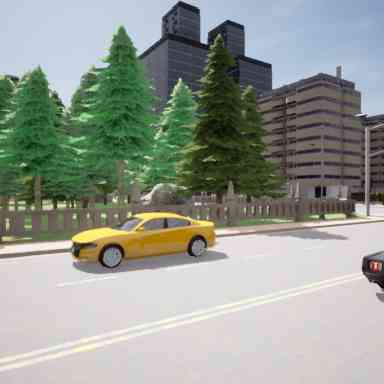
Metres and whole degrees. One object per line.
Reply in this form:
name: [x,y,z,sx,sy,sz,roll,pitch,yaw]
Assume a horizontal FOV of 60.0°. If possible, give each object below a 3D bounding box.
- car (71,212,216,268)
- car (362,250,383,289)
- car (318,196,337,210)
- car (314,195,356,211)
car: [-1.498,1.478,11.381,5.008,1.535,1.882,0,0,-33]
car: [6.078,1.602,7.807,4.718,1.301,1.895,0,0,-35]
car: [16.161,1.477,39.346,1.882,1.535,5.008,0,0,-33]
car: [18.215,1.352,42.585,2.097,1.767,4.553,0,0,-33]
